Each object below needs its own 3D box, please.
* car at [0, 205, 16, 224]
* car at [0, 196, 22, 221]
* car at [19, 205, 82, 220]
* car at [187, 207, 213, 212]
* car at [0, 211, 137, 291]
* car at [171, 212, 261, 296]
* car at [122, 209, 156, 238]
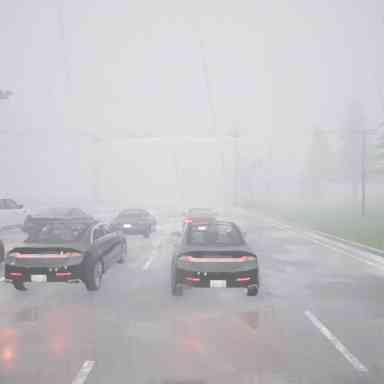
[{"bbox_3d":[-6.532,1.352,7.956,2.097,1.767,4.553,0,0,0],"label":"car"},{"bbox_3d":[-10.050,1.223,16.626,2.150,2.045,5.566,0,0,0],"label":"car"},{"bbox_3d":[-6.554,1.479,17.130,1.882,1.535,5.008,0,0,0],"label":"car"},{"bbox_3d":[0.434,1.527,17.690,1.812,1.442,4.674,0,0,0],"label":"car"},{"bbox_3d":[-3.033,1.492,9.004,2.128,1.511,4.902,0,0,0],"label":"car"},{"bbox_3d":[0.481,1.492,8.610,2.128,1.511,4.902,0,0,0],"label":"car"},{"bbox_3d":[-3.057,1.565,17.702,1.994,1.385,4.181,0,0,0],"label":"car"}]
